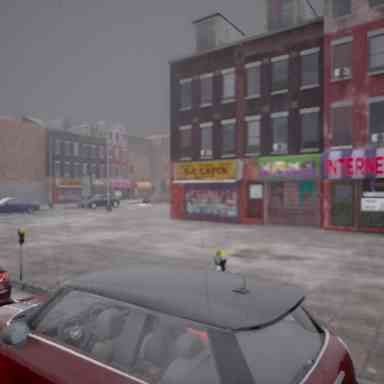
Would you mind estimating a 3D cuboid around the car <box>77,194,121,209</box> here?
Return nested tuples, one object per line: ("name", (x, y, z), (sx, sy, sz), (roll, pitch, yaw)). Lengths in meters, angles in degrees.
("car", (-9.784, 0.951, 35.255), (1.837, 1.490, 4.892), (0, 2, 35))

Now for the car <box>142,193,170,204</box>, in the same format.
("car", (-4.462, 0.780, 42.734), (1.994, 1.385, 4.181), (0, 1, 36))

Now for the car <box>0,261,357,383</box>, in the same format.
("car", (-0.661, 1.448, 3.276), (4.097, 1.590, 1.967), (0, 0, 35))

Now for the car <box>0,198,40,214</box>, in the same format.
("car", (-15.126, 1.211, 27.729), (1.812, 1.442, 4.674), (0, 2, 37))
